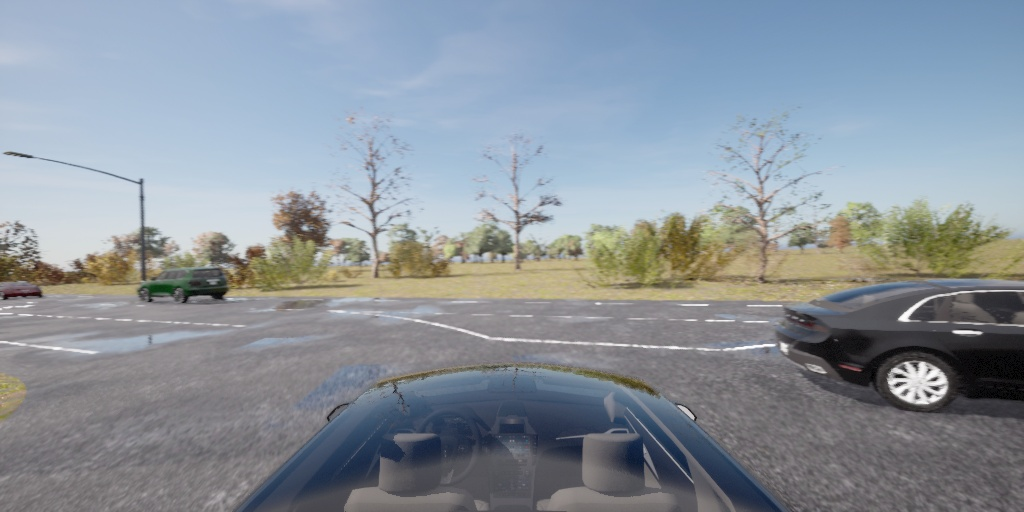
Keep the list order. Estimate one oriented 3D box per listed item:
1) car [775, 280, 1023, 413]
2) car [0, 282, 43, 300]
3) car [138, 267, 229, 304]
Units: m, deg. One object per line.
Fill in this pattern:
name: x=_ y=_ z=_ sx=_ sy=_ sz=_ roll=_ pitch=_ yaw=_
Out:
car: x=6.377 y=1.066 z=4.583 sx=4.892 sy=1.490 sz=1.837 roll=-2 pitch=0 yaw=20
car: x=-40.668 y=2.796 z=29.250 sx=4.181 sy=1.385 sz=1.994 roll=-2 pitch=0 yaw=20
car: x=-19.781 y=1.749 z=21.640 sx=5.566 sy=2.045 sz=2.150 roll=-2 pitch=0 yaw=20
